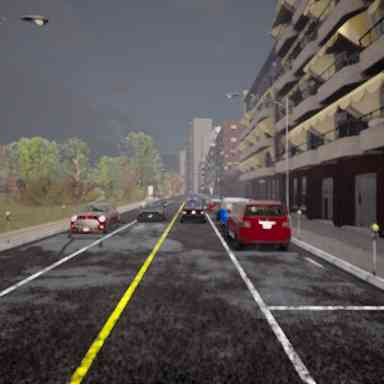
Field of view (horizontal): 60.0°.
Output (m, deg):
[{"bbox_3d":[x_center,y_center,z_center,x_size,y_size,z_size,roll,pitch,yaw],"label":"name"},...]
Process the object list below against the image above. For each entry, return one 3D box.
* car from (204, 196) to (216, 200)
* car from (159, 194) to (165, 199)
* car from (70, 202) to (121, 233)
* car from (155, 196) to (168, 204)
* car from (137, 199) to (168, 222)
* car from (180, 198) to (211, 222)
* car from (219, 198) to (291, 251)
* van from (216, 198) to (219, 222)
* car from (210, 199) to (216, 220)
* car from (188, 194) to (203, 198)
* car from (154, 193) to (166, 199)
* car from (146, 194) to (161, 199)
[{"bbox_3d":[2.561,1.383,36.406,1.887,1.381,4.507,1,0,0],"label":"car"},{"bbox_3d":[-5.322,1.346,46.976,2.008,1.369,4.403,1,0,0],"label":"car"},{"bbox_3d":[-5.312,1.354,18.705,1.967,1.590,4.097,1,0,0],"label":"car"},{"bbox_3d":[-5.326,1.332,58.284,1.802,1.307,4.206,1,0,0],"label":"car"},{"bbox_3d":[-2.856,1.452,24.725,1.994,1.385,4.181,0,0,0],"label":"car"},{"bbox_3d":[0.094,1.435,24.877,2.033,1.411,5.357,0,0,0],"label":"car"},{"bbox_3d":[2.572,1.252,13.761,2.192,1.841,5.009,1,0,0],"label":"car"},{"bbox_3d":[2.569,1.253,19.422,1.690,1.788,3.998,1,0,0],"label":"van"},{"bbox_3d":[2.565,1.453,25.084,1.947,1.339,4.313,1,0,0],"label":"car"},{"bbox_3d":[0.087,1.345,41.050,1.812,1.442,4.674,0,0,0],"label":"car"},{"bbox_3d":[-5.322,1.088,52.628,2.192,1.841,5.009,1,0,0],"label":"car"},{"bbox_3d":[-5.320,1.344,41.151,1.752,1.417,4.829,1,0,0],"label":"car"}]
